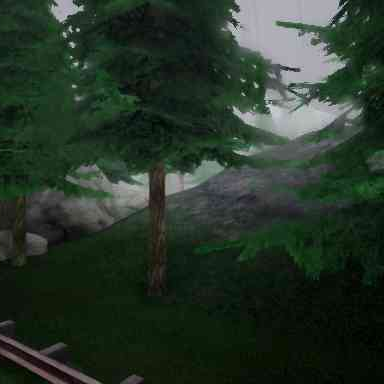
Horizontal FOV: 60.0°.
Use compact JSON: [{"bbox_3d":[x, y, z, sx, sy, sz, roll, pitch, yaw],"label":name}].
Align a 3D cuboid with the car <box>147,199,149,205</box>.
[{"bbox_3d":[-6.135,1.510,38.549,1.812,1.442,4.674,0,0,37],"label":"car"}]
